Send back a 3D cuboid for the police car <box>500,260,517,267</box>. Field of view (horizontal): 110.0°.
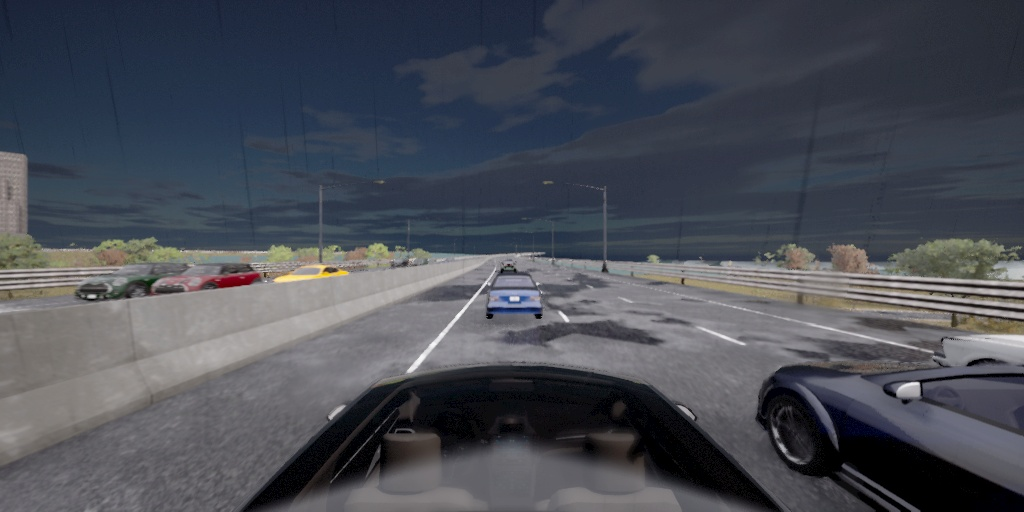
[{"bbox_3d":[-0.427,1.257,43.705,2.038,1.542,4.974,0,0,-1],"label":"police car"}]

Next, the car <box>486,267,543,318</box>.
[{"bbox_3d":[0.055,1.303,13.016,2.033,1.411,5.357,0,0,0],"label":"car"}]

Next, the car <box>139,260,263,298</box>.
[{"bbox_3d":[-14.183,1.113,17.003,2.097,1.767,4.553,0,0,-1],"label":"car"}]

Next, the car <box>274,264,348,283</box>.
[{"bbox_3d":[-10.706,1.237,19.464,1.882,1.535,5.008,0,0,-1],"label":"car"}]

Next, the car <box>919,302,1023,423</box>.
[{"bbox_3d":[7.092,1.351,3.057,1.895,1.301,4.718,0,0,0],"label":"car"}]

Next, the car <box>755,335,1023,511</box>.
[{"bbox_3d":[3.590,1.314,2.107,1.994,1.385,4.181,0,0,0],"label":"car"}]

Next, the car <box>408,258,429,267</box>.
[{"bbox_3d":[-15.001,1.103,58.900,2.097,1.767,4.553,0,0,-1],"label":"car"}]

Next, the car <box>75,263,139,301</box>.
[{"bbox_3d":[-17.687,1.114,17.314,2.097,1.767,4.553,0,0,-1],"label":"car"}]

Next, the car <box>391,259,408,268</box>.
[{"bbox_3d":[-18.504,1.230,59.181,1.882,1.535,5.008,0,0,-1],"label":"car"}]
